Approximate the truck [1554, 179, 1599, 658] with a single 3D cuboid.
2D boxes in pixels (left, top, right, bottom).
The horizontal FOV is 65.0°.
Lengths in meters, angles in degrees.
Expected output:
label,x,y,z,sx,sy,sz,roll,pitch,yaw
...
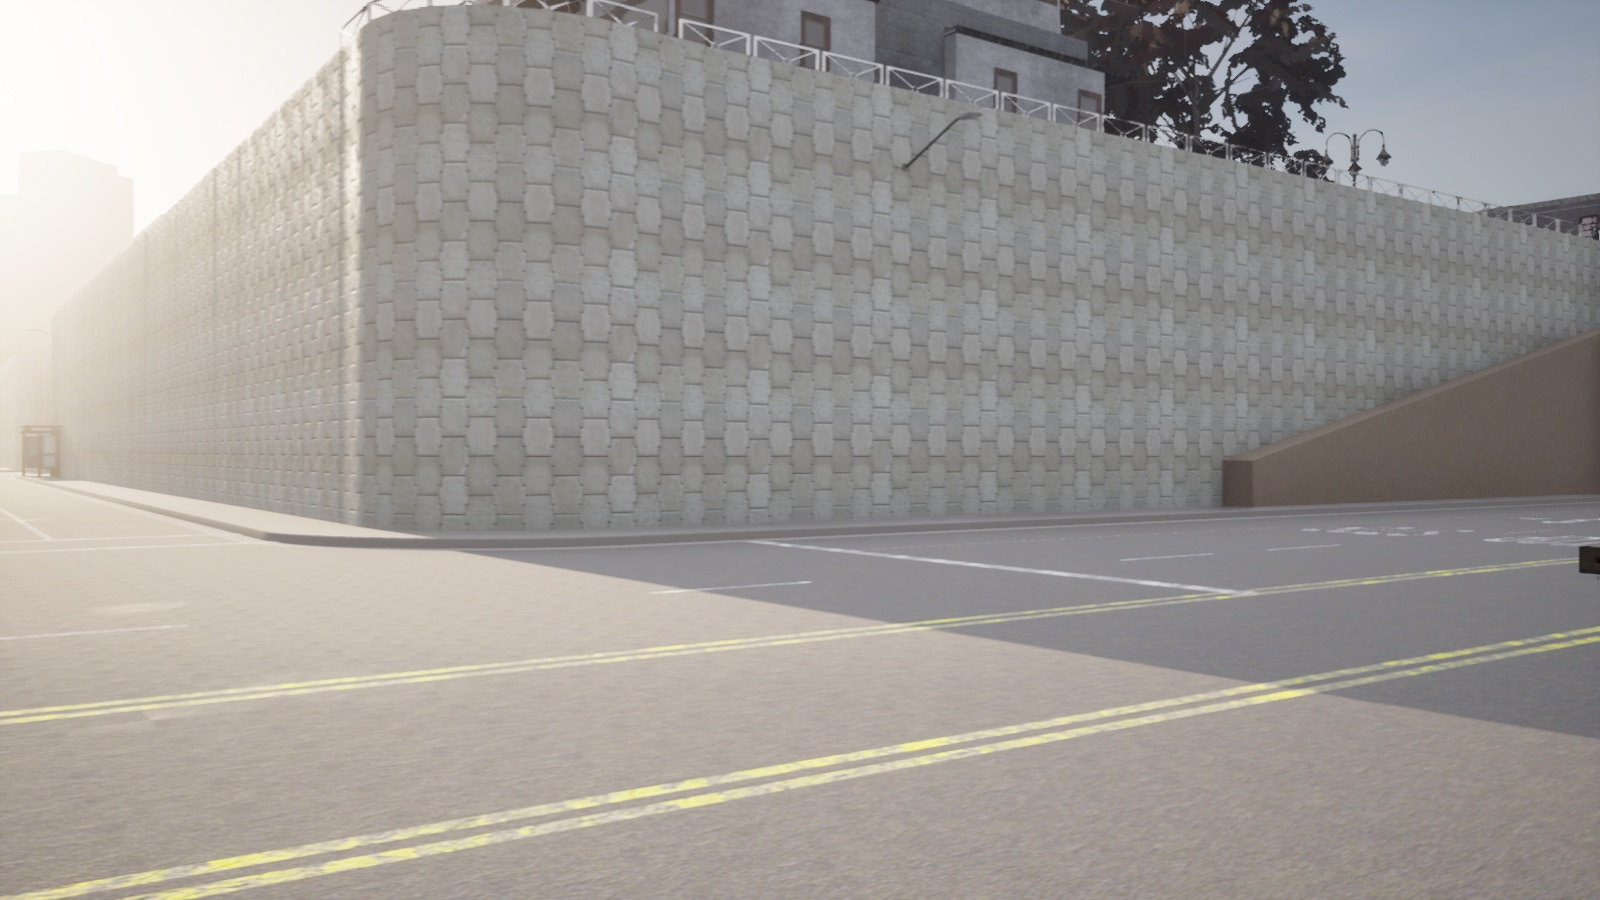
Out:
label,x,y,z,sx,sy,sz,roll,pitch,yaw
truck,9.684,-0.232,10.405,7.936,3.462,2.891,0,0,-35
